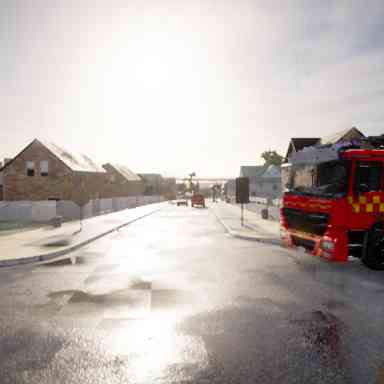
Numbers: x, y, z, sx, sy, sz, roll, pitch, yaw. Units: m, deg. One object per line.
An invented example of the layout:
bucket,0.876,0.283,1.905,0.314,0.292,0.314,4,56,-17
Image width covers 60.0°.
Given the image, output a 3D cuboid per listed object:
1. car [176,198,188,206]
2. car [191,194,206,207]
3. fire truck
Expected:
car,-1.618,1.684,57.915,2.033,1.411,5.357,0,0,2
car,0.980,1.339,53.665,2.150,2.045,5.566,0,0,2
fire truck,7.287,0.203,11.031,8.468,3.827,2.891,-1,2,-17
